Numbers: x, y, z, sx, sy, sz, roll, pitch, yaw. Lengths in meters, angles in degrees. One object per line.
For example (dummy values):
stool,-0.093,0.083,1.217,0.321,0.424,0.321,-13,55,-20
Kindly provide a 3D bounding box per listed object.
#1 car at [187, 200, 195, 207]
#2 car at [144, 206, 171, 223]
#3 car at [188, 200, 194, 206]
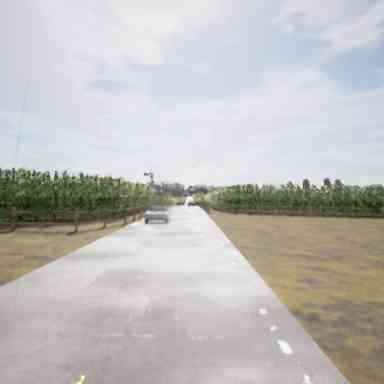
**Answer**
car,-0.227,2.984,82.659,1.895,1.301,4.718,0,-2,0
car,-2.831,1.867,28.085,1.895,1.301,4.718,0,-1,0
car,-0.255,3.117,92.637,1.837,1.490,4.892,0,-2,0
